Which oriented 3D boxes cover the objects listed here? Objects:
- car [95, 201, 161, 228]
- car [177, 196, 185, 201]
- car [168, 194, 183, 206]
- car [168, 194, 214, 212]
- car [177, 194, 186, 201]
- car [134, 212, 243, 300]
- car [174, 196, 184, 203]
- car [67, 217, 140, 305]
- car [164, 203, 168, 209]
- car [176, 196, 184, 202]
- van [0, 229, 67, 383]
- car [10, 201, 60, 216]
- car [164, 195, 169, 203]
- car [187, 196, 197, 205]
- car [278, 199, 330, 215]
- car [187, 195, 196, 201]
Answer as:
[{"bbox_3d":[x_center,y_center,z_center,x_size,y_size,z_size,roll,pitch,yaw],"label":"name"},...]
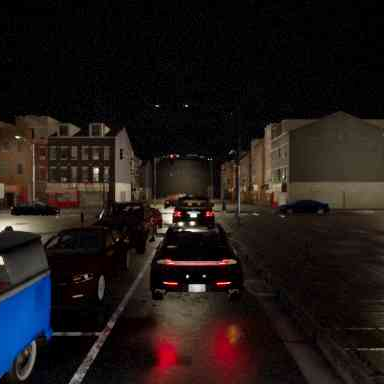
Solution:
[{"bbox_3d":[-2.658,1.315,13.570,2.192,1.841,5.009,0,0,0],"label":"car"},{"bbox_3d":[-2.727,1.637,83.401,1.947,1.339,4.313,0,0,0],"label":"car"},{"bbox_3d":[-2.702,1.342,56.267,2.192,1.841,5.009,0,0,0],"label":"car"},{"bbox_3d":[0.081,1.222,18.524,2.150,2.045,5.566,0,0,0],"label":"car"},{"bbox_3d":[-2.735,1.396,88.829,2.192,1.841,5.009,0,0,0],"label":"car"},{"bbox_3d":[0.090,1.491,8.331,2.128,1.511,4.902,0,0,0],"label":"car"},{"bbox_3d":[-2.717,1.602,72.547,2.008,1.369,4.403,0,0,0],"label":"car"},{"bbox_3d":[-2.651,1.544,8.136,1.887,1.381,4.507,0,0,0],"label":"car"},{"bbox_3d":[-2.662,1.545,19.003,1.887,1.381,4.507,0,0,0],"label":"car"},{"bbox_3d":[-2.722,1.586,77.805,1.752,1.417,4.829,0,0,0],"label":"car"},{"bbox_3d":[-2.646,1.341,2.702,1.690,1.788,3.998,0,0,0],"label":"van"},{"bbox_3d":[-14.484,1.570,30.859,4.181,1.385,1.994,0,0,0],"label":"car"},{"bbox_3d":[-2.691,1.331,45.413,2.192,1.841,5.009,0,0,0],"label":"car"},{"bbox_3d":[0.029,1.513,62.079,1.882,1.535,5.008,0,0,0],"label":"car"},{"bbox_3d":[11.313,1.491,33.793,5.008,1.535,1.882,0,0,0],"label":"car"},{"bbox_3d":[-0.087,1.601,86.236,2.128,1.511,4.902,0,0,0],"label":"car"}]
